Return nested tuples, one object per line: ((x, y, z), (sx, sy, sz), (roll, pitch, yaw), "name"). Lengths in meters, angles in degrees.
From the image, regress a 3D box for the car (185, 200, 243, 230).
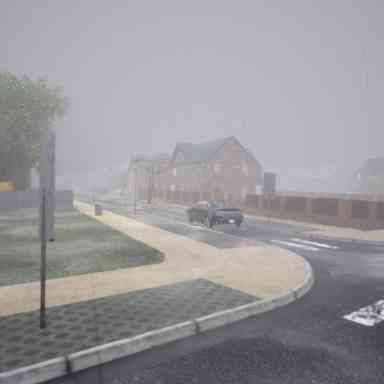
((1.138, 1.199, 18.947), (2.128, 1.511, 4.902), (1, 1, -21), "car")
